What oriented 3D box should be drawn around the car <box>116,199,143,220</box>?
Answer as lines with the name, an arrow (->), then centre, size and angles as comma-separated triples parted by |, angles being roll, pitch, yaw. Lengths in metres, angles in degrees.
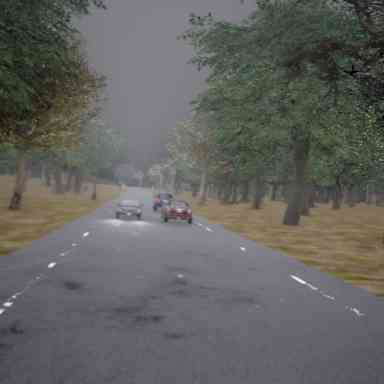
car -> -4.808, 1.260, 25.702 | 1.812, 1.442, 4.674 | 5, 0, -10

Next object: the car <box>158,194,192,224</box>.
car -> -1.258, 1.375, 26.181 | 2.097, 1.767, 4.553 | 5, 0, -9

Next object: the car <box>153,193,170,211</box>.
car -> -3.271, 1.080, 38.071 | 2.150, 2.045, 5.566 | 5, 1, -9
